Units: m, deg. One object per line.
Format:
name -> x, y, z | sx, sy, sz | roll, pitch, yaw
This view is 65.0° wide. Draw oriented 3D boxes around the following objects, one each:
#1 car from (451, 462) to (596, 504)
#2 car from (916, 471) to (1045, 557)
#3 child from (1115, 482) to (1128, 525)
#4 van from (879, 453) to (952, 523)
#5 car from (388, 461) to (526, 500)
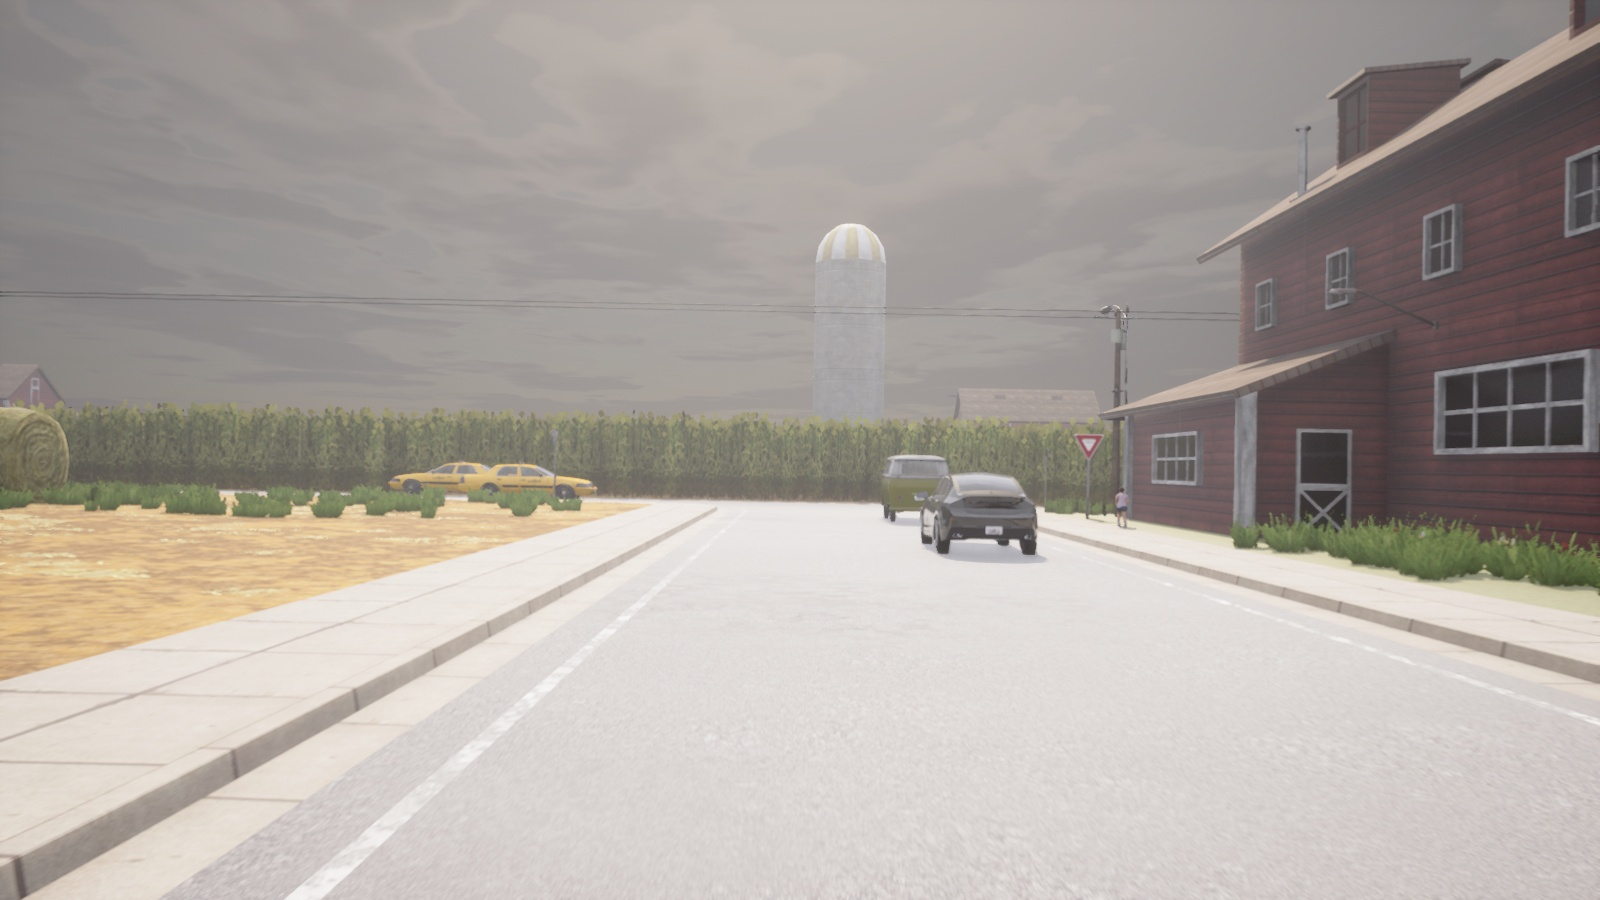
car -> -10.965, 1.295, 50.024 | 5.366, 1.575, 1.801 | 1, -1, 1
car -> 3.465, 1.186, 24.944 | 1.837, 1.490, 4.892 | 1, -1, 0
child -> 8.256, 1.371, 32.255 | 0.255, 1.110, 0.394 | 1, -1, 7
van -> 3.442, 1.101, 38.089 | 1.775, 1.987, 4.442 | 1, -1, 0
car -> -14.596, 1.298, 53.572 | 5.366, 1.575, 1.801 | 1, -1, 1
